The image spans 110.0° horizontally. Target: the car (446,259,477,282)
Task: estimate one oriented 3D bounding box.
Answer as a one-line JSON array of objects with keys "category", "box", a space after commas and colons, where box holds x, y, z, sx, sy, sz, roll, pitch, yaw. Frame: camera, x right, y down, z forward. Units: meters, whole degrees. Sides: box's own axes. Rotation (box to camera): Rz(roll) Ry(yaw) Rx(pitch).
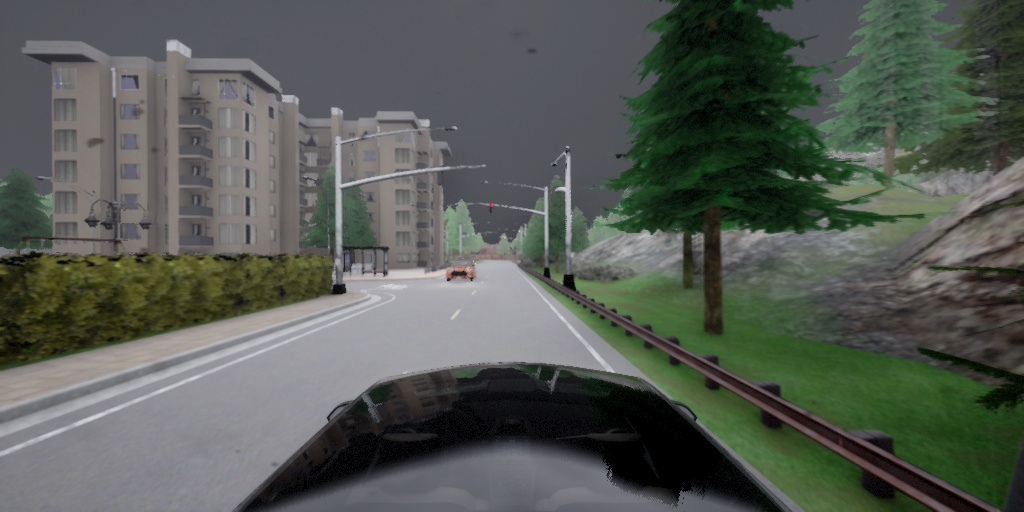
[{"category": "car", "box": [-4.016, 1.046, 29.043, 2.097, 1.767, 4.553, 0, -1, -1]}]
